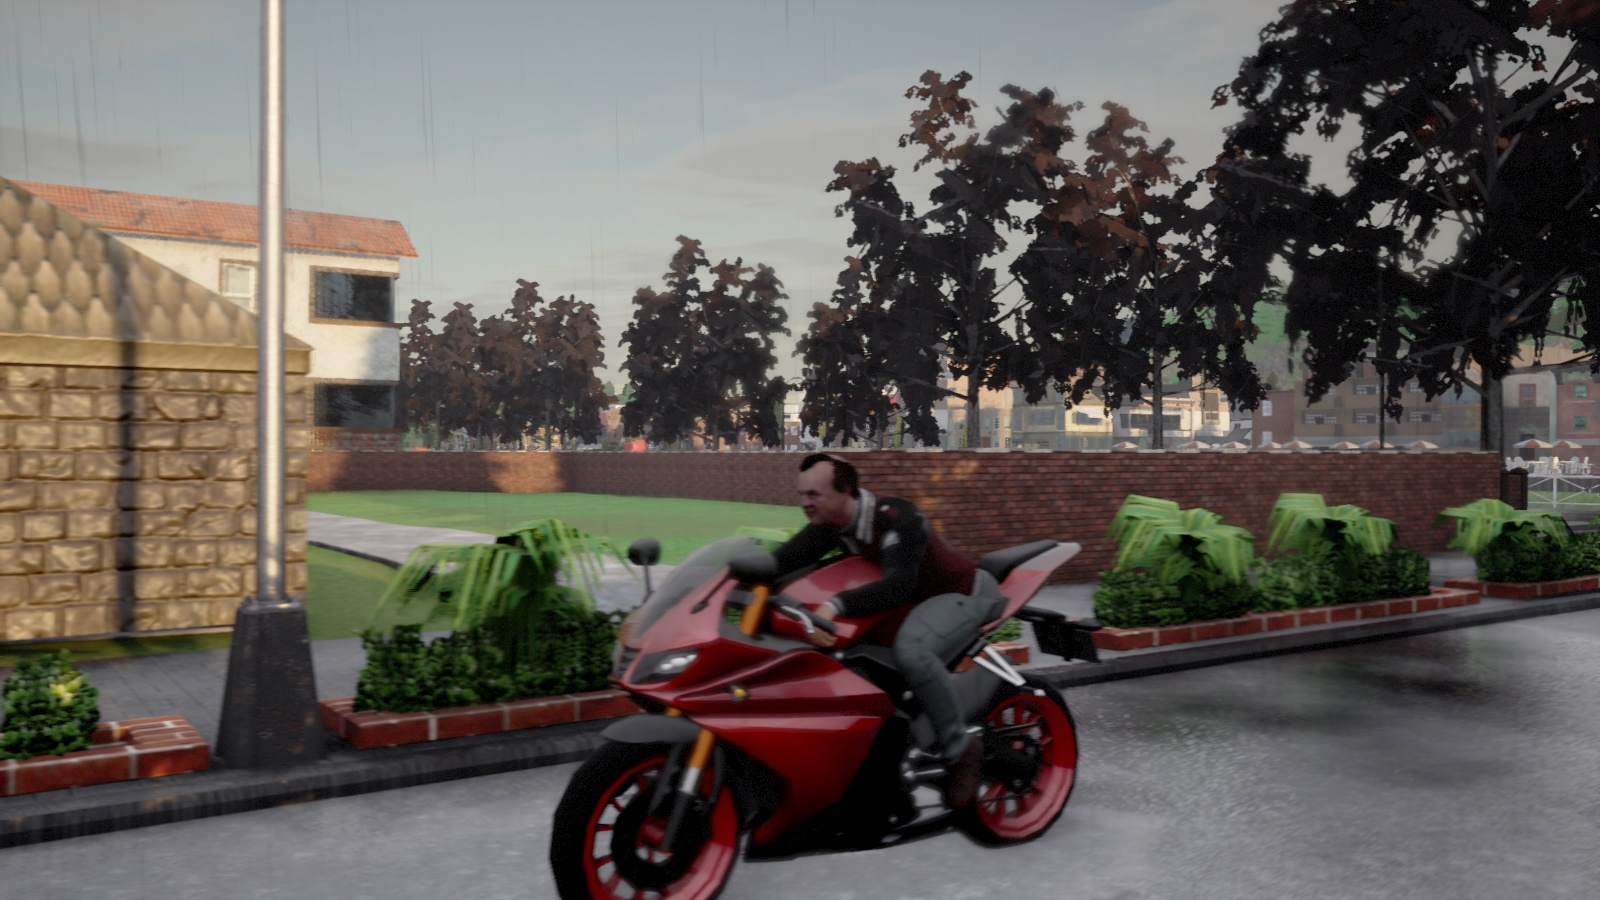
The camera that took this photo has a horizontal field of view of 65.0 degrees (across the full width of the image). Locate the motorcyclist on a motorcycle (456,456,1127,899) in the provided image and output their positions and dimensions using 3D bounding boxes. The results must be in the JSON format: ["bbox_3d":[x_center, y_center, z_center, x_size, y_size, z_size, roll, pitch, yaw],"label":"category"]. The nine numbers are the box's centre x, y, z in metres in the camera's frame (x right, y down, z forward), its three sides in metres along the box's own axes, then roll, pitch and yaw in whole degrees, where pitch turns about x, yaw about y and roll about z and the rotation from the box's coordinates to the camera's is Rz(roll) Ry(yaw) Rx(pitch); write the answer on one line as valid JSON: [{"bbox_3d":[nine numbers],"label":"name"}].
[{"bbox_3d":[0.043,0.790,4.298,2.191,1.530,0.866,0,0,-35],"label":"motorcyclist on a motorcycle"}]
